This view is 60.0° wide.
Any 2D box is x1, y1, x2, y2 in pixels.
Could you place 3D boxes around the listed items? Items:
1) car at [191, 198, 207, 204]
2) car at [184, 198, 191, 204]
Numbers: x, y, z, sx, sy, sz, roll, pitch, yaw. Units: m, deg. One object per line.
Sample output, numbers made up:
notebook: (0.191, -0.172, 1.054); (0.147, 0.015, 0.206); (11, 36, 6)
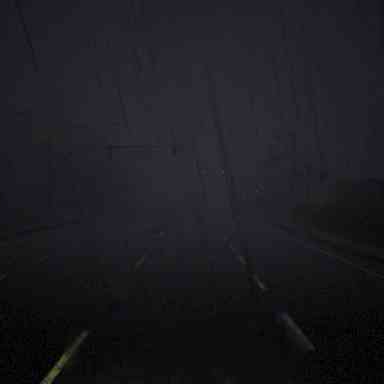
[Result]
car: (2.457, 2.458, 88.539); (1.837, 1.490, 4.892); (0, -1, 28)
car: (-0.407, 2.501, 90.563); (1.812, 1.442, 4.674); (0, -1, 28)
